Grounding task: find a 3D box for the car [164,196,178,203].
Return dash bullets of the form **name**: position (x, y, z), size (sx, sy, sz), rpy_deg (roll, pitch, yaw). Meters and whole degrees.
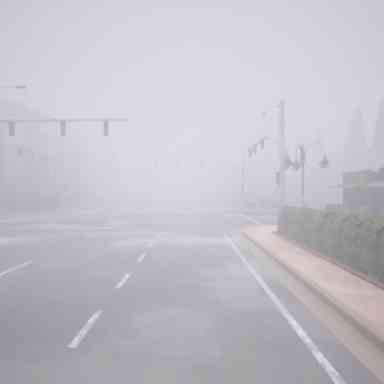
- **car**: position (-4.454, 1.641, 71.946), size (1.837, 1.490, 4.892), rpy_deg (0, 0, 18)
